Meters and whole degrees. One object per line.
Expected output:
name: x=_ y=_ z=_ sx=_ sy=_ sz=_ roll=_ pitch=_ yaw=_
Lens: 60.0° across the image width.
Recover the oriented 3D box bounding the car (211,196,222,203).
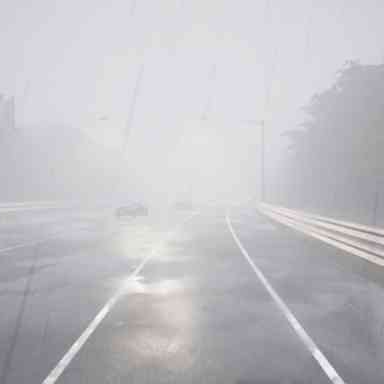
car: x=5.697 y=1.666 z=76.865 sx=2.128 sy=1.511 sz=4.902 roll=0 pitch=0 yaw=14

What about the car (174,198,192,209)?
car: x=-1.251 y=1.640 z=48.573 sx=1.812 sy=1.442 sz=4.674 roll=0 pitch=0 yaw=14

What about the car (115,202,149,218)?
car: x=-5.550 y=1.643 z=31.095 sx=1.812 sy=1.442 sz=4.674 roll=-1 pitch=0 yaw=14
